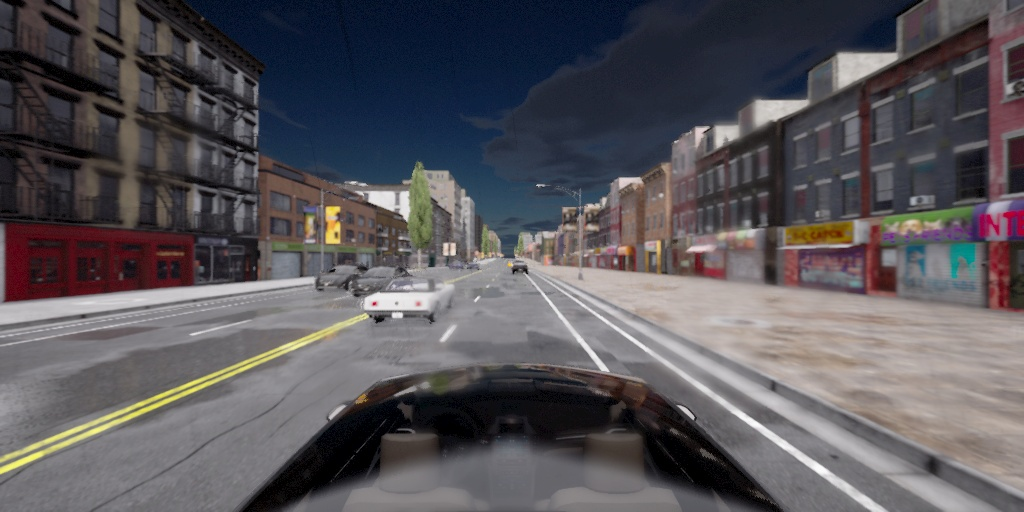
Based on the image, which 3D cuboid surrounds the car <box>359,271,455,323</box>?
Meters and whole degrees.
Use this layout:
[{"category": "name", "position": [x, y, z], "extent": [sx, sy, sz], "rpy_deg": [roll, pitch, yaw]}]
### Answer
[{"category": "car", "position": [-3.149, 1.349, 12.100], "extent": [1.895, 1.301, 4.718], "rpy_deg": [0, 0, 0]}]

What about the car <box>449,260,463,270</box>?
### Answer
[{"category": "car", "position": [-9.753, 1.574, 63.353], "extent": [2.097, 1.767, 4.553], "rpy_deg": [0, -1, 0]}]

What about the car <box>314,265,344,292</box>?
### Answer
[{"category": "car", "position": [-9.843, 1.264, 21.459], "extent": [1.837, 1.490, 4.892], "rpy_deg": [0, 0, 0]}]

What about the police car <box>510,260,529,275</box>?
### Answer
[{"category": "police car", "position": [0.986, 1.396, 43.621], "extent": [1.930, 1.638, 5.238], "rpy_deg": [0, -1, 0]}]

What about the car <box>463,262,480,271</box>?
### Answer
[{"category": "car", "position": [-6.525, 1.746, 60.793], "extent": [1.994, 1.385, 4.181], "rpy_deg": [0, -1, 1]}]

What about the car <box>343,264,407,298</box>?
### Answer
[{"category": "car", "position": [-6.594, 1.255, 18.644], "extent": [1.837, 1.490, 4.892], "rpy_deg": [0, 0, 0]}]
